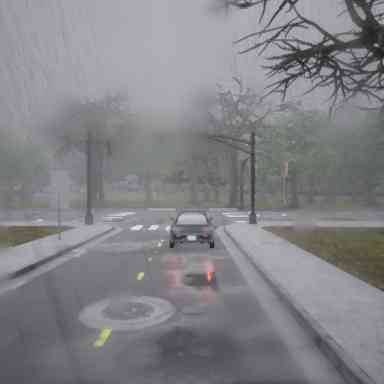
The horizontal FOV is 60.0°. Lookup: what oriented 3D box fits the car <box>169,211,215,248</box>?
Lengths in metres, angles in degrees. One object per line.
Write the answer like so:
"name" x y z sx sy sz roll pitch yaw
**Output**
"car" 0.000 1.537 14.650 1.812 1.442 4.674 0 0 0
